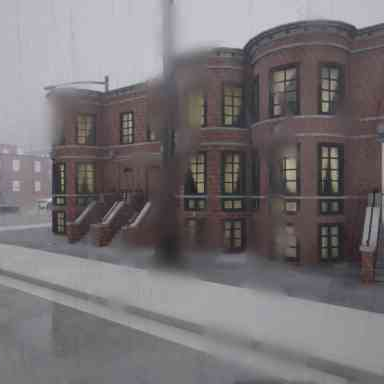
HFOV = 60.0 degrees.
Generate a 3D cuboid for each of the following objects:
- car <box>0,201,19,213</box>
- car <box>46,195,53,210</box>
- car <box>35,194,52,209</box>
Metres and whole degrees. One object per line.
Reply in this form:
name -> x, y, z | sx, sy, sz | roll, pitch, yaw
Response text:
car -> -20.120, 1.564, 34.188 | 1.994, 1.385, 4.181 | 0, 0, 36
car -> -14.961, 1.478, 41.406 | 1.882, 1.535, 5.008 | 0, 0, 36
car -> -17.592, 1.221, 43.743 | 2.150, 2.045, 5.566 | 0, 0, 36
